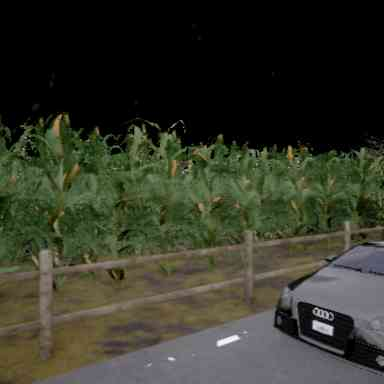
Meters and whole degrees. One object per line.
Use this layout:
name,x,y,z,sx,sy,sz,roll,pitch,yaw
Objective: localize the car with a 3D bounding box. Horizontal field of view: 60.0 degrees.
car,3.292,1.559,5.425,4.181,1.385,1.994,0,0,-36
